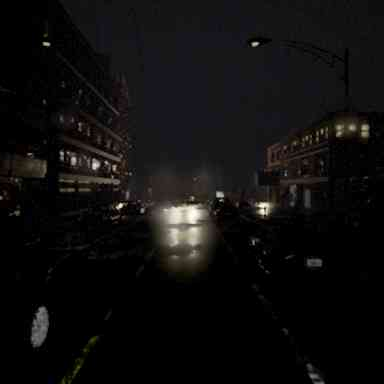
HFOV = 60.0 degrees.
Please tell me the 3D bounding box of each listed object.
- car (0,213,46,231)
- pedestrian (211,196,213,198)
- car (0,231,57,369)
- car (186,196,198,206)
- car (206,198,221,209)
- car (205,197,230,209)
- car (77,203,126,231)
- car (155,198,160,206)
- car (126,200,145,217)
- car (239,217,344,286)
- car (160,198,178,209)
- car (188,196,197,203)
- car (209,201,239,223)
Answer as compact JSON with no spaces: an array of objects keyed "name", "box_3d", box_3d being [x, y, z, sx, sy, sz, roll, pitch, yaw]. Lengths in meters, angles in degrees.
[{"name":"car","box_3d":[-5.700,1.465,9.388,1.967,1.590,4.097,-1,0,0]},{"name":"pedestrian","box_3d":[3.011,1.423,50.404,0.375,1.860,0.375,-1,1,-3]},{"name":"car","box_3d":[-3.100,1.487,3.313,1.882,1.535,5.008,0,0,0]},{"name":"car","box_3d":[0.012,1.644,59.655,2.128,1.511,4.902,0,0,0]},{"name":"car","box_3d":[3.010,1.628,47.468,1.837,1.490,4.892,0,0,0]},{"name":"car","box_3d":[2.684,1.398,32.068,2.192,1.841,5.009,-1,0,0]},{"name":"car","box_3d":[-5.698,1.494,20.743,1.967,1.590,4.097,-1,0,0]},{"name":"car","box_3d":[-5.687,1.699,60.485,1.887,1.381,4.507,-1,0,0]},{"name":"car","box_3d":[-5.695,1.524,32.098,1.967,1.590,4.097,-1,0,0]},{"name":"car","box_3d":[2.682,1.590,9.357,1.947,1.339,4.313,-1,0,0]},{"name":"car","box_3d":[-3.070,1.688,47.909,1.994,1.385,4.181,0,0,0]},{"name":"car","box_3d":[0.016,1.657,75.421,1.994,1.385,4.181,0,0,0]},{"name":"car","box_3d":[2.686,1.634,26.390,1.947,1.339,4.313,-1,0,0]}]
